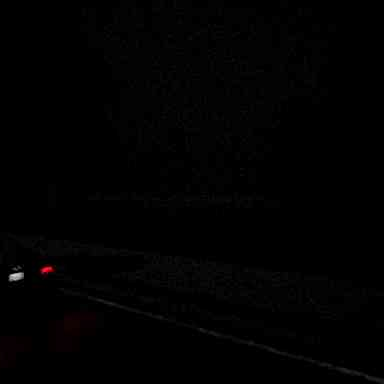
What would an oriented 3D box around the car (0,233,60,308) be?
[{"bbox_3d":[-5.158,1.565,7.365,5.357,1.411,2.033,0,0,35],"label":"car"}]
